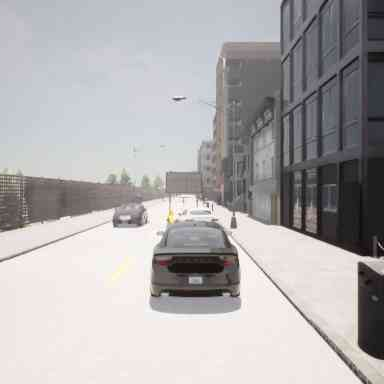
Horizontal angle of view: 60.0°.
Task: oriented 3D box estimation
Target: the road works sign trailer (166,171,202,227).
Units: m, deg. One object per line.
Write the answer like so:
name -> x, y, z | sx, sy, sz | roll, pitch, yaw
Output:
road works sign trailer -> -0.567, 0.465, 21.476 | 2.380, 3.560, 2.880 | 0, 0, -16

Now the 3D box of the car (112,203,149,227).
car -> -4.087, 1.491, 22.602 | 2.128, 1.511, 4.902 | 0, 0, 0

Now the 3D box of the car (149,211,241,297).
car -> 0.066, 1.478, 8.610 | 1.882, 1.535, 5.008 | 0, 0, 0

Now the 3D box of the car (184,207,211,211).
car -> 0.276, 1.542, 17.965 | 1.812, 1.442, 4.674 | 0, -1, -7
